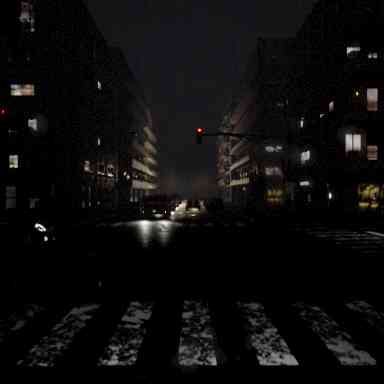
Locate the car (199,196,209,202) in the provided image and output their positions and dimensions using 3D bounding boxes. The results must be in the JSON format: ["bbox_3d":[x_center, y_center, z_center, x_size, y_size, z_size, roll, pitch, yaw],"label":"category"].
[{"bbox_3d":[2.765,1.566,77.644,2.008,1.369,4.403,0,0,0],"label":"car"}]

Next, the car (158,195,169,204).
[{"bbox_3d":[-5.626,1.449,66.286,1.967,1.590,4.097,0,0,0],"label":"car"}]

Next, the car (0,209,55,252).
[{"bbox_3d":[-8.082,1.472,13.583,4.553,1.767,2.097,-1,0,-15],"label":"car"}]

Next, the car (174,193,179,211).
[{"bbox_3d":[-3.057,1.352,40.075,2.097,1.767,4.553,0,0,0],"label":"car"}]

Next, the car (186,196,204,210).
[{"bbox_3d":[0.139,1.548,42.766,2.033,1.411,5.357,0,0,0],"label":"car"}]

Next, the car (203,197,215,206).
[{"bbox_3d":[2.744,1.586,54.914,1.802,1.307,4.206,0,0,0],"label":"car"}]

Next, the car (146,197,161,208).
[{"bbox_3d":[-5.643,1.527,49.068,1.752,1.417,4.829,0,0,0],"label":"car"}]

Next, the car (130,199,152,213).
[{"bbox_3d":[-5.654,1.525,37.703,1.752,1.417,4.829,0,0,0],"label":"car"}]

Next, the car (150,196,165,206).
[{"bbox_3d":[-5.637,1.444,54.920,1.967,1.590,4.097,0,0,0],"label":"car"}]

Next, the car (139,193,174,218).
[{"bbox_3d":[-3.089,1.220,30.163,2.150,2.045,5.566,0,0,1],"label":"car"}]

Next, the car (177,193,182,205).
[{"bbox_3d":[-3.040,1.354,49.973,2.097,1.767,4.553,0,0,0],"label":"car"}]

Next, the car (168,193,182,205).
[{"bbox_3d":[-2.983,1.228,60.533,2.150,2.045,5.566,0,0,1],"label":"car"}]

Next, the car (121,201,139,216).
[{"bbox_3d":[-5.659,1.565,32.190,1.947,1.339,4.313,0,0,0],"label":"car"}]

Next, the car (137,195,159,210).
[{"bbox_3d":[-5.648,1.315,43.555,2.192,1.841,5.009,0,0,0],"label":"car"}]

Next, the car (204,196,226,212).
[{"bbox_3d":[2.727,1.439,37.867,1.967,1.590,4.097,0,0,0],"label":"car"}]
